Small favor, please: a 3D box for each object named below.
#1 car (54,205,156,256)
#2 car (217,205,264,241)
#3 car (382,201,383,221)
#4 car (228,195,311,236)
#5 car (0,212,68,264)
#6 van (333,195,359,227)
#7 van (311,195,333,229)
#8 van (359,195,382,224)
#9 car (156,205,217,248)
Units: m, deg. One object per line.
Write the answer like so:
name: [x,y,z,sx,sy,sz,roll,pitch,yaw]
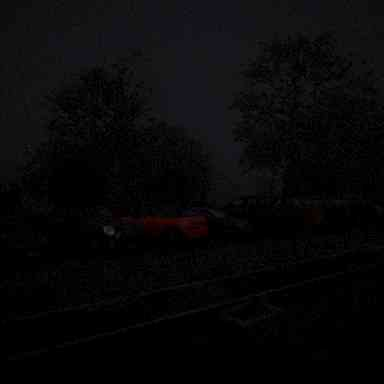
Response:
car: [-3.980,1.366,13.257,4.553,1.767,2.185,-1,-1,34]
car: [0.881,1.516,16.712,4.674,1.452,2.002,-1,-1,34]
car: [13.116,1.432,25.300,5.366,1.575,1.946,-1,-1,34]
car: [3.269,1.217,18.464,5.566,2.045,2.435,-1,0,34]
car: [-6.683,1.529,11.246,4.792,1.488,2.163,-1,-1,34]
van: [8.224,1.225,21.864,4.442,1.987,1.878,-1,-1,34]
van: [5.809,1.233,20.123,4.442,1.987,1.878,-1,-1,34]
van: [10.641,1.218,23.605,4.442,1.987,1.878,-1,-1,34]
car: [-1.515,1.357,14.952,4.553,1.767,2.185,-1,0,34]
